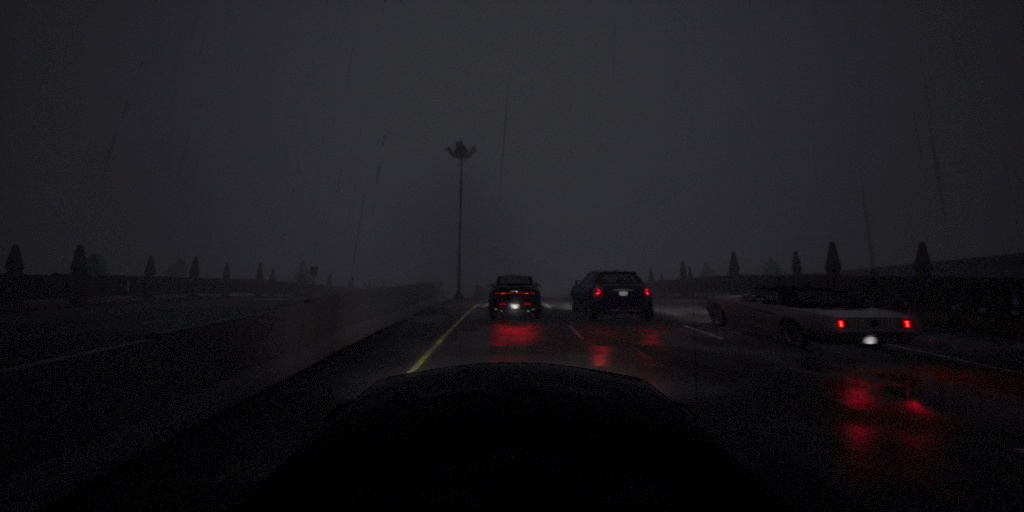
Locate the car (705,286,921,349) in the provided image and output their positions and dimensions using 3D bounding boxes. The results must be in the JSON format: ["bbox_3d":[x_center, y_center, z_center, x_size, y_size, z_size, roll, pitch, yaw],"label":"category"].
[{"bbox_3d":[7.100,1.433,9.329,1.895,1.301,4.718,0,-1,0],"label":"car"}]

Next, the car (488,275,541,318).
[{"bbox_3d":[0.100,1.506,14.207,1.837,1.490,4.892,0,-2,0],"label":"car"}]

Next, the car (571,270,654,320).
[{"bbox_3d":[3.600,1.332,13.692,2.097,1.767,4.553,0,-2,0],"label":"car"}]
